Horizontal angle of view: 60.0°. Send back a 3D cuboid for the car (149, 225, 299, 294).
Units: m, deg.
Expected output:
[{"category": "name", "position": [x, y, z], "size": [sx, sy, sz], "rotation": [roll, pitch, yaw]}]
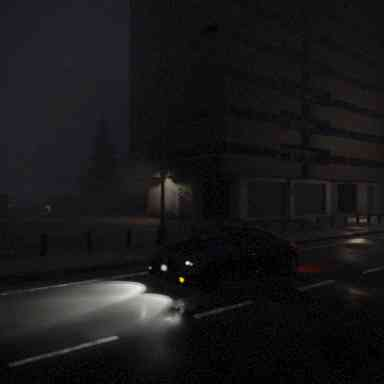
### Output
[{"category": "car", "position": [0.966, 1.612, 8.983], "size": [4.181, 1.385, 1.994], "rotation": [1, 0, -36]}]
